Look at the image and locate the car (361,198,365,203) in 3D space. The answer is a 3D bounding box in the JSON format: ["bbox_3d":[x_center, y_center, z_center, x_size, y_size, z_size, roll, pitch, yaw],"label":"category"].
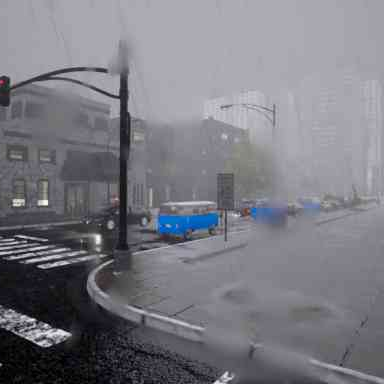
[{"bbox_3d":[28.534,1.748,58.461,1.752,1.417,4.829,0,0,35],"label":"car"}]

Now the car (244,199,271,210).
[{"bbox_3d":[8.909,1.629,45.057,1.887,1.381,4.507,0,0,35],"label":"car"}]

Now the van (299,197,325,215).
[{"bbox_3d":[12.593,1.469,35.711,1.690,1.788,3.998,0,0,35],"label":"van"}]

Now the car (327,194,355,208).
[{"bbox_3d":[22.100,1.497,49.278,2.192,1.841,5.009,0,0,35],"label":"car"}]

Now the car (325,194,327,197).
[{"bbox_3d":[24.004,1.402,56.501,2.150,2.045,5.566,1,-1,35],"label":"car"}]

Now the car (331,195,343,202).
[{"bbox_3d":[37.426,1.713,85.755,1.967,1.590,4.097,0,0,35],"label":"car"}]

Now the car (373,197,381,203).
[{"bbox_3d":[44.279,1.900,80.932,1.947,1.339,4.313,0,0,35],"label":"car"}]

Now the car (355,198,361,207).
[{"bbox_3d":[25.269,1.517,53.800,2.192,1.841,5.009,0,0,35],"label":"car"}]

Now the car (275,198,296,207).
[{"bbox_3d":[15.246,1.666,54.100,1.887,1.381,4.507,0,0,35],"label":"car"}]

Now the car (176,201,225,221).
[{"bbox_3d":[0.820,1.554,28.994,1.837,1.490,4.892,1,0,35],"label":"car"}]

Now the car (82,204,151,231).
[{"bbox_3d":[-4.644,1.529,21.199,1.837,1.490,4.892,1,0,35],"label":"car"}]

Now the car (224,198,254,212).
[{"bbox_3d":[5.741,1.507,40.535,1.967,1.590,4.097,0,0,35],"label":"car"}]

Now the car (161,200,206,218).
[{"bbox_3d":[-0.695,1.558,31.351,1.752,1.417,4.829,0,0,35],"label":"car"}]

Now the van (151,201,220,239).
[{"bbox_3d":[-0.081,1.407,17.622,1.690,1.788,3.998,0,0,35],"label":"van"}]

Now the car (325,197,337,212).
[{"bbox_3d":[15.859,1.671,40.372,1.752,1.417,4.829,0,0,35],"label":"car"}]

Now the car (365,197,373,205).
[{"bbox_3d":[34.773,1.810,67.365,1.887,1.381,4.507,0,0,35],"label":"car"}]

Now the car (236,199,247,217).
[{"bbox_3d":[6.208,1.650,31.117,1.994,1.385,4.181,1,0,35],"label":"car"}]

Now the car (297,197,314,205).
[{"bbox_3d":[21.583,1.706,63.144,1.887,1.381,4.507,0,0,35],"label":"car"}]

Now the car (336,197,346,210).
[{"bbox_3d":[18.929,1.729,44.754,1.947,1.339,4.313,0,0,35],"label":"car"}]

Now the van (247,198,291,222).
[{"bbox_3d":[6.256,1.436,26.667,1.690,1.788,3.998,0,0,35],"label":"van"}]

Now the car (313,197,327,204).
[{"bbox_3d":[27.822,1.729,72.049,1.752,1.417,4.829,0,0,35],"label":"car"}]

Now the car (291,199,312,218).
[{"bbox_3d":[9.423,1.656,31.188,1.887,1.381,4.507,0,0,35],"label":"car"}]

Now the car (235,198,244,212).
[{"bbox_3d":[6.501,1.604,37.077,1.812,1.442,4.674,1,0,35],"label":"car"}]
